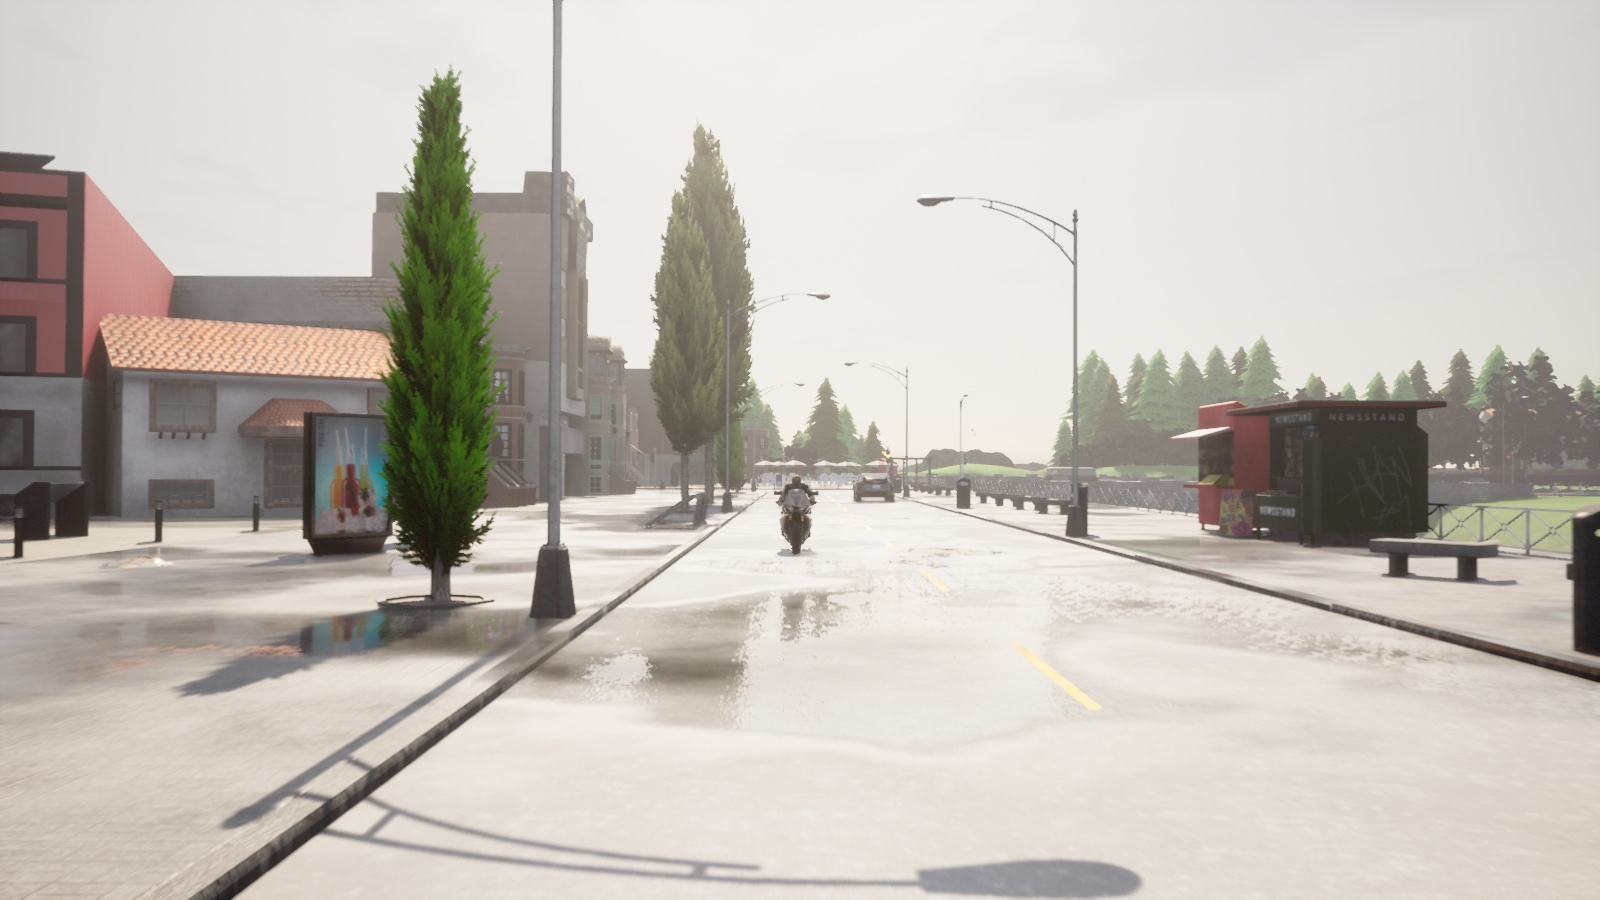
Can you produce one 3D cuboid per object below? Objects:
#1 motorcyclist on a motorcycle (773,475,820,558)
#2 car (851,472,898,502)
[{"bbox_3d":[-0.063,1.259,24.416,0.866,1.530,2.191,0,-1,0],"label":"motorcyclist on a motorcycle"},{"bbox_3d":[3.829,1.897,65.601,2.163,1.488,4.792,0,-1,0],"label":"car"}]
